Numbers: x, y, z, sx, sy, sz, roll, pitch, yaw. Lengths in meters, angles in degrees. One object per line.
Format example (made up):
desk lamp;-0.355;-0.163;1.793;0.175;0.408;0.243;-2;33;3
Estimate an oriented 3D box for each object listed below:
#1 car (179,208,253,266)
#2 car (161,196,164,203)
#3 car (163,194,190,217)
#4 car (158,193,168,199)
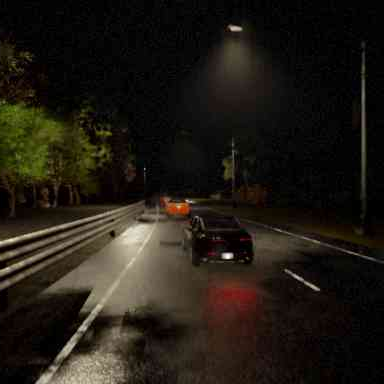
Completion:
car;0.727;1.515;11.594;1.837;1.490;4.892;0;0;-6
car;-3.302;1.613;49.320;1.895;1.301;4.718;0;0;-6
car;-1.388;1.365;31.409;2.097;1.767;4.553;0;0;-6
car;-5.575;1.359;70.616;2.097;1.767;4.553;0;0;-6
